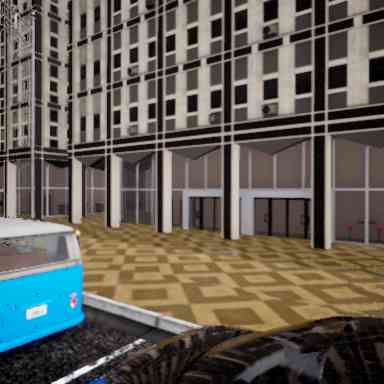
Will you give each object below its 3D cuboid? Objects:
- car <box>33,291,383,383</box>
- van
[{"bbox_3d":[1.129,1.565,2.073,4.313,1.339,1.947,0,0,35],"label":"car"},{"bbox_3d":[-3.507,1.300,5.376,3.998,1.788,1.690,1,0,35],"label":"van"}]
